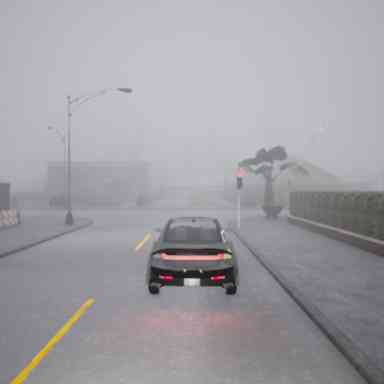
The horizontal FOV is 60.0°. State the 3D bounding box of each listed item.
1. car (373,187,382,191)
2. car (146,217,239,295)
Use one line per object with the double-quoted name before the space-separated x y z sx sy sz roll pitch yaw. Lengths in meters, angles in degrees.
"car" 38.029 0.015 67.779 1.905 1.878 3.866 0 1 0
"car" 0.039 1.371 8.389 2.128 1.511 4.902 0 1 1
